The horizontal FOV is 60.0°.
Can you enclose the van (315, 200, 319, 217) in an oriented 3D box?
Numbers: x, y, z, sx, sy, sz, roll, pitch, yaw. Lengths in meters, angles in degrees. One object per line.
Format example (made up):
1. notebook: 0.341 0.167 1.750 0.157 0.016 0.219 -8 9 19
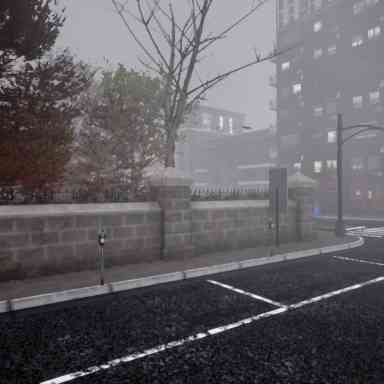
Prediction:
1. van: 10.421 1.646 32.627 1.690 1.788 3.998 -1 0 -36
